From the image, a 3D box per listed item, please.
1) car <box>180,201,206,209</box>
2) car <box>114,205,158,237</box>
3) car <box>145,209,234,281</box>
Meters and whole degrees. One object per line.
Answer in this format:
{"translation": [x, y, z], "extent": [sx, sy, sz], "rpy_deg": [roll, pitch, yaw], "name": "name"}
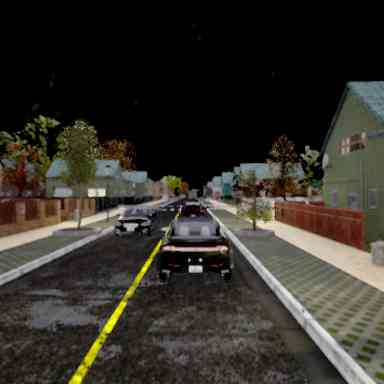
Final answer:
{"translation": [0.090, 1.478, 26.927], "extent": [1.837, 1.490, 4.892], "rpy_deg": [0, 0, 0], "name": "car"}
{"translation": [-2.847, 1.467, 17.875], "extent": [2.128, 1.511, 4.902], "rpy_deg": [0, 0, 0], "name": "car"}
{"translation": [0.086, 1.477, 9.757], "extent": [2.128, 1.511, 4.902], "rpy_deg": [0, 0, 0], "name": "car"}
